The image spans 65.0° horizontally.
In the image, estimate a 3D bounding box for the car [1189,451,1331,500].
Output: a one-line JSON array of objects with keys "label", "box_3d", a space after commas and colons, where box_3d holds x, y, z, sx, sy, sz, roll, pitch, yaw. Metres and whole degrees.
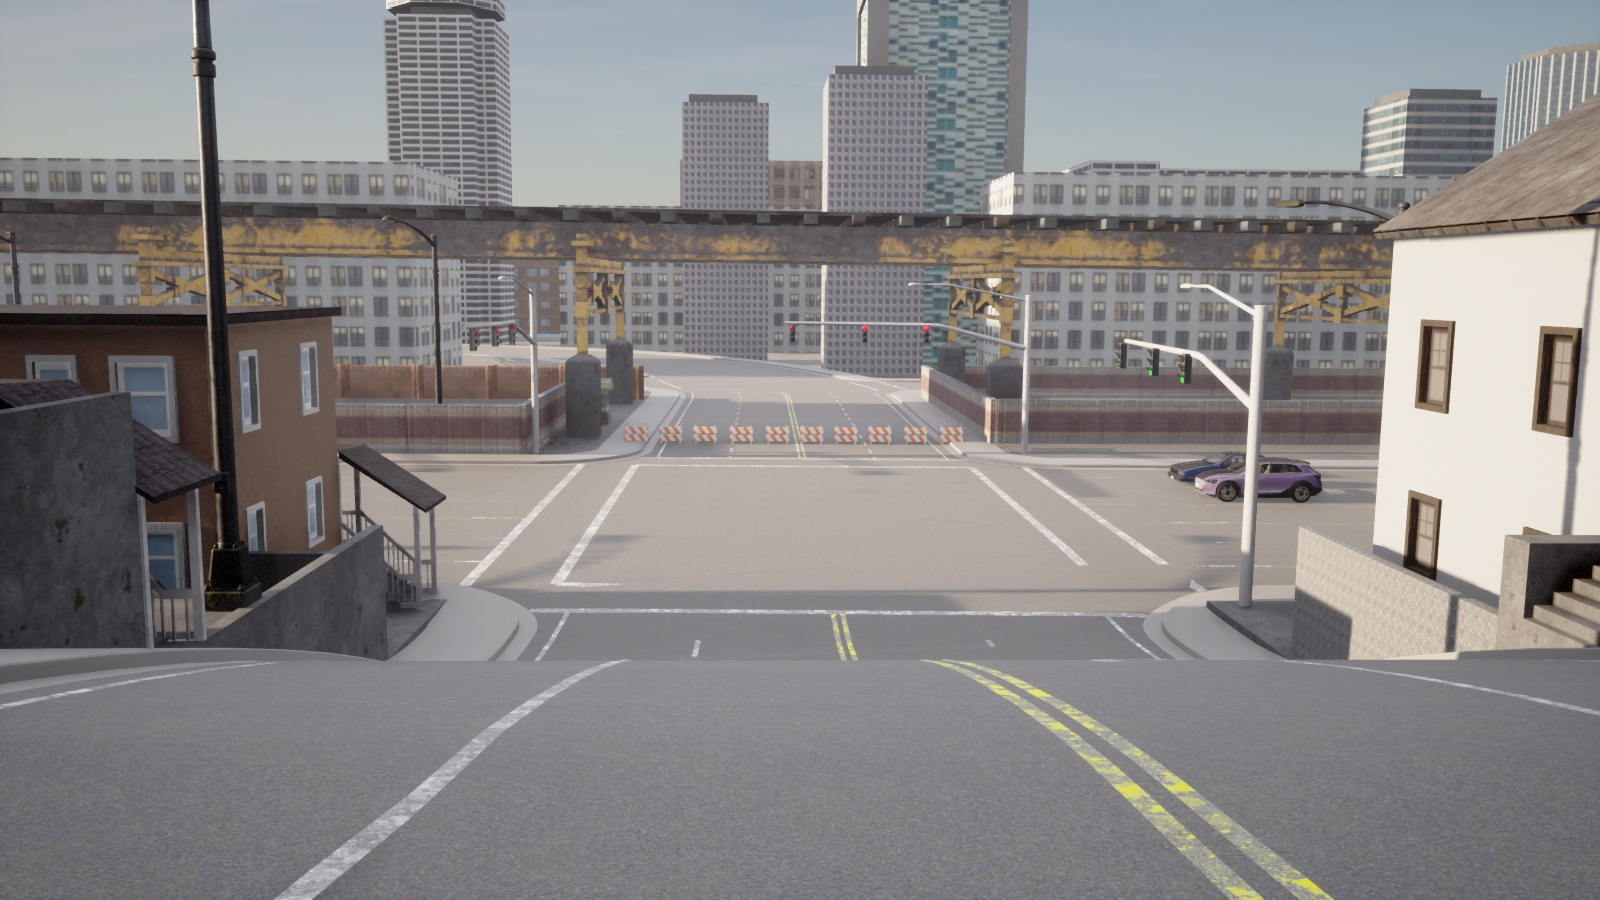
[{"label": "car", "box_3d": [18.315, 0.991, 50.142, 4.856, 1.649, 2.033, 0, 8, 0]}]

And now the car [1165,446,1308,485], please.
[{"label": "car", "box_3d": [18.578, 0.645, 53.632, 5.357, 1.411, 2.033, 0, 8, 0]}]
